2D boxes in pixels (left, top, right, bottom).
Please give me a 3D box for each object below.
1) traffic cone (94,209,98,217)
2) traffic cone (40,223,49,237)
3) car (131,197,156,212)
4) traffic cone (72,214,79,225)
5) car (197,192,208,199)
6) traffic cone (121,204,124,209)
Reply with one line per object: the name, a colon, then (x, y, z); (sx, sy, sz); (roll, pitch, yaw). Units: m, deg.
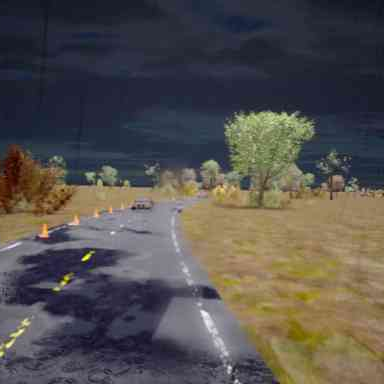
traffic cone: (-7.110, 1.576, 24.674); (0.340, 0.580, 0.340); (2, 0, -2)
traffic cone: (-6.448, 1.661, 14.565); (0.340, 0.580, 0.340); (2, 0, -5)
car: (-4.814, 1.201, 33.530); (1.994, 1.385, 4.181); (2, 0, 0)
traffic cone: (-6.841, 1.617, 19.615); (0.340, 0.580, 0.340); (2, 0, -4)
car: (2.813, 0.792, 88.284); (2.097, 1.767, 4.553); (2, 1, 16)
traffic cone: (-7.275, 1.501, 34.804); (0.340, 0.580, 0.340); (2, 0, 0)
